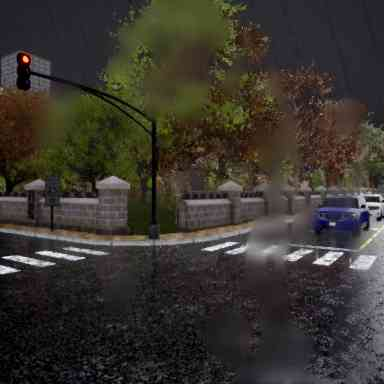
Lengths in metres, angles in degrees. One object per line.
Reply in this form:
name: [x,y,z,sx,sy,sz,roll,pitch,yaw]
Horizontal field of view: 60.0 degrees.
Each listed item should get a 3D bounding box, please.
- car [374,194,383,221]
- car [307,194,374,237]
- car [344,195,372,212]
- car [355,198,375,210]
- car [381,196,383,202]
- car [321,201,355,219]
car: [14.432,1.202,27.190,2.150,2.045,5.566,0,0,35]
car: [8.414,1.208,18.475,2.150,2.045,5.566,0,0,35]
car: [19.728,1.285,39.421,2.192,1.841,5.009,0,0,35]
car: [22.955,1.546,44.098,1.802,1.307,4.206,0,0,35]
car: [42.326,1.477,72.162,1.802,1.307,4.206,0,0,35]
car: [13.271,1.528,30.068,2.008,1.369,4.403,0,0,35]
